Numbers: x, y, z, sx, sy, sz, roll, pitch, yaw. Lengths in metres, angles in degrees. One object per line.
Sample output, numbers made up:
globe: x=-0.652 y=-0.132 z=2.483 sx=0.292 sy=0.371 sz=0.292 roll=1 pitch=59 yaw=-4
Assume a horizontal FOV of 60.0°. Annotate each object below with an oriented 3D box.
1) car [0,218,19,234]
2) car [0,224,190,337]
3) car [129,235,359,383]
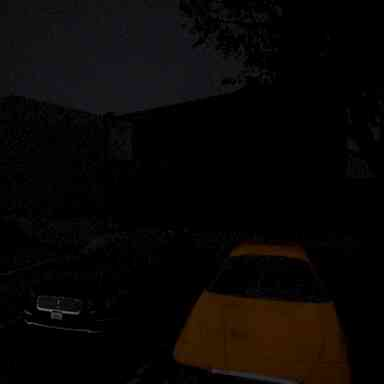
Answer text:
car: x=-8.550 y=1.528 z=12.209 sx=2.002 sy=1.452 sz=4.674 roll=1 pitch=-1 yaw=16
car: x=-1.228 y=1.487 z=6.974 sx=2.231 sy=1.521 sz=4.892 roll=1 pitch=-1 yaw=16
car: x=1.160 y=1.480 z=5.045 sx=1.946 sy=1.575 sz=5.366 roll=1 pitch=-1 yaw=16
